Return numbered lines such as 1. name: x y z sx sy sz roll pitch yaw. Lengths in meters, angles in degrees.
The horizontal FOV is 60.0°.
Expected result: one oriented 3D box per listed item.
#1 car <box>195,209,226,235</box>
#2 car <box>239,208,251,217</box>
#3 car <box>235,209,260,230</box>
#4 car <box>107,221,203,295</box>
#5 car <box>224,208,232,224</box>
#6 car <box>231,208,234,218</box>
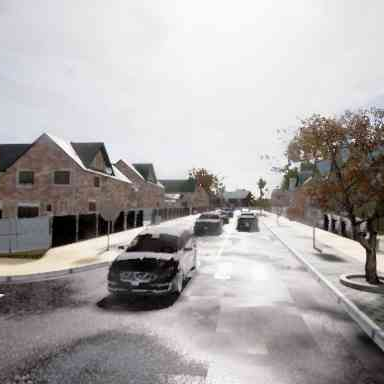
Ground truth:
1. car: 1.349 2.323 25.421 1.882 1.535 5.008 0 -2 9
2. car: 9.324 3.575 58.101 1.994 1.385 4.181 0 -2 9
3. car: 5.027 2.537 30.174 1.837 1.490 4.892 0 -2 9
4. car: -0.977 1.917 10.205 1.837 1.490 4.892 0 0 9
5. car: 3.268 2.868 37.956 1.895 1.301 4.718 0 -2 9
6. car: 5.744 3.329 53.552 1.882 1.535 5.008 0 -2 9
